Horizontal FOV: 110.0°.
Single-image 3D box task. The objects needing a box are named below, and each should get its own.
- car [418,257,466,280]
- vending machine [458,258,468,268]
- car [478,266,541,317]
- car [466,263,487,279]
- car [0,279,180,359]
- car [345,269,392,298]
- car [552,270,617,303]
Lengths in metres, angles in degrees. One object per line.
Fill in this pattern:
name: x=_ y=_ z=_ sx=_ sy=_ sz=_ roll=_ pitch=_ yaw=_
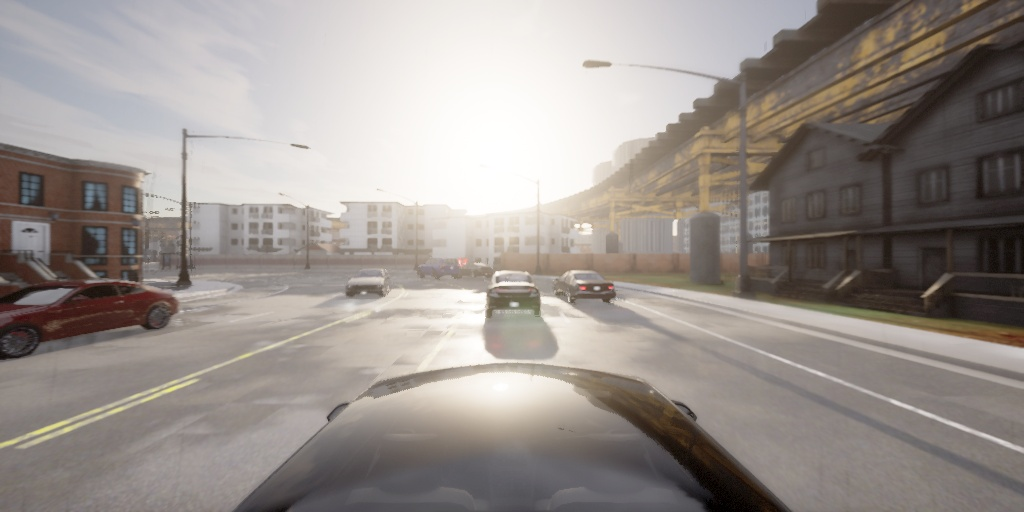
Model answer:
car: x=-6.991 y=1.161 z=34.032 sx=2.150 sy=2.045 sz=5.566 roll=1 pitch=-1 yaw=-38
vending machine: x=-6.386 y=1.208 z=46.578 sx=0.880 sy=2.100 sz=1.100 roll=0 pitch=0 yaw=39
car: x=-0.040 y=1.311 z=13.550 sx=2.128 sy=1.511 sz=4.902 roll=0 pitch=0 yaw=-3
car: x=-3.812 y=1.453 z=35.434 sx=1.837 sy=1.490 sz=4.892 roll=1 pitch=-1 yaw=-36
car: x=-10.643 y=1.317 z=8.623 sx=1.812 sy=1.442 sz=4.674 roll=0 pitch=0 yaw=-1
car: x=-7.743 y=1.404 z=19.850 sx=2.033 sy=1.411 sz=5.357 roll=0 pitch=0 yaw=-14
car: x=3.267 y=1.388 z=17.175 sx=2.033 sy=1.411 sz=5.357 roll=0 pitch=0 yaw=-5
